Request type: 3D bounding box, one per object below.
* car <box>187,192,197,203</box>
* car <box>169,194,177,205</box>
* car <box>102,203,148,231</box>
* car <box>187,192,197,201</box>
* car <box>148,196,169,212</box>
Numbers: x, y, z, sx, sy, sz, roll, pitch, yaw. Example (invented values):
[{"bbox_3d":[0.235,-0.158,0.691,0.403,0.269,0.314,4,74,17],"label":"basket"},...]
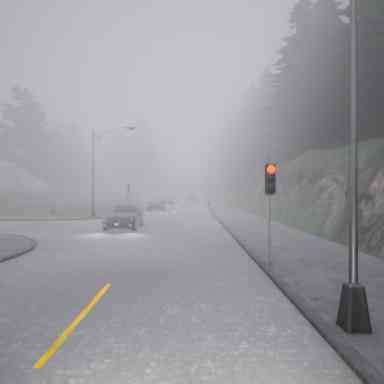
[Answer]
[{"bbox_3d":[-0.014,1.342,68.317,2.097,1.767,4.553,0,0,0],"label":"car"},{"bbox_3d":[-4.094,1.517,56.518,1.812,1.442,4.674,0,0,0],"label":"car"},{"bbox_3d":[-4.105,1.501,20.469,1.837,1.490,4.892,0,0,0],"label":"car"},{"bbox_3d":[-0.016,1.098,78.413,2.150,2.045,5.566,0,0,0],"label":"car"},{"bbox_3d":[-4.107,1.520,38.865,1.812,1.442,4.674,0,0,0],"label":"car"}]
